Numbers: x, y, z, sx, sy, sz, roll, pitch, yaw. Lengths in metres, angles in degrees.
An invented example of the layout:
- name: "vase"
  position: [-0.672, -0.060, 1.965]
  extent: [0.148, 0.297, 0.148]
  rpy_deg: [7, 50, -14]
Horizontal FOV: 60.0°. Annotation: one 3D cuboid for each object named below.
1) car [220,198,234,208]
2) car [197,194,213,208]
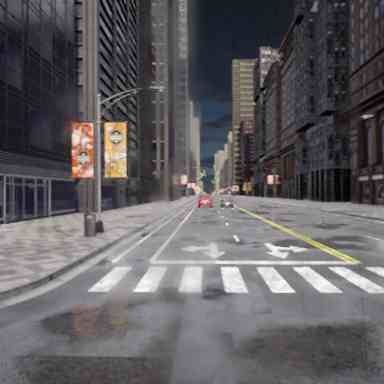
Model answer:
- name: "car"
  position: [5.273, 1.599, 50.754]
  extent: [2.128, 1.511, 4.902]
  rpy_deg: [0, 0, 2]
- name: "car"
  position: [2.023, 1.350, 50.865]
  extent: [2.150, 2.045, 5.566]
  rpy_deg: [0, 0, 2]
